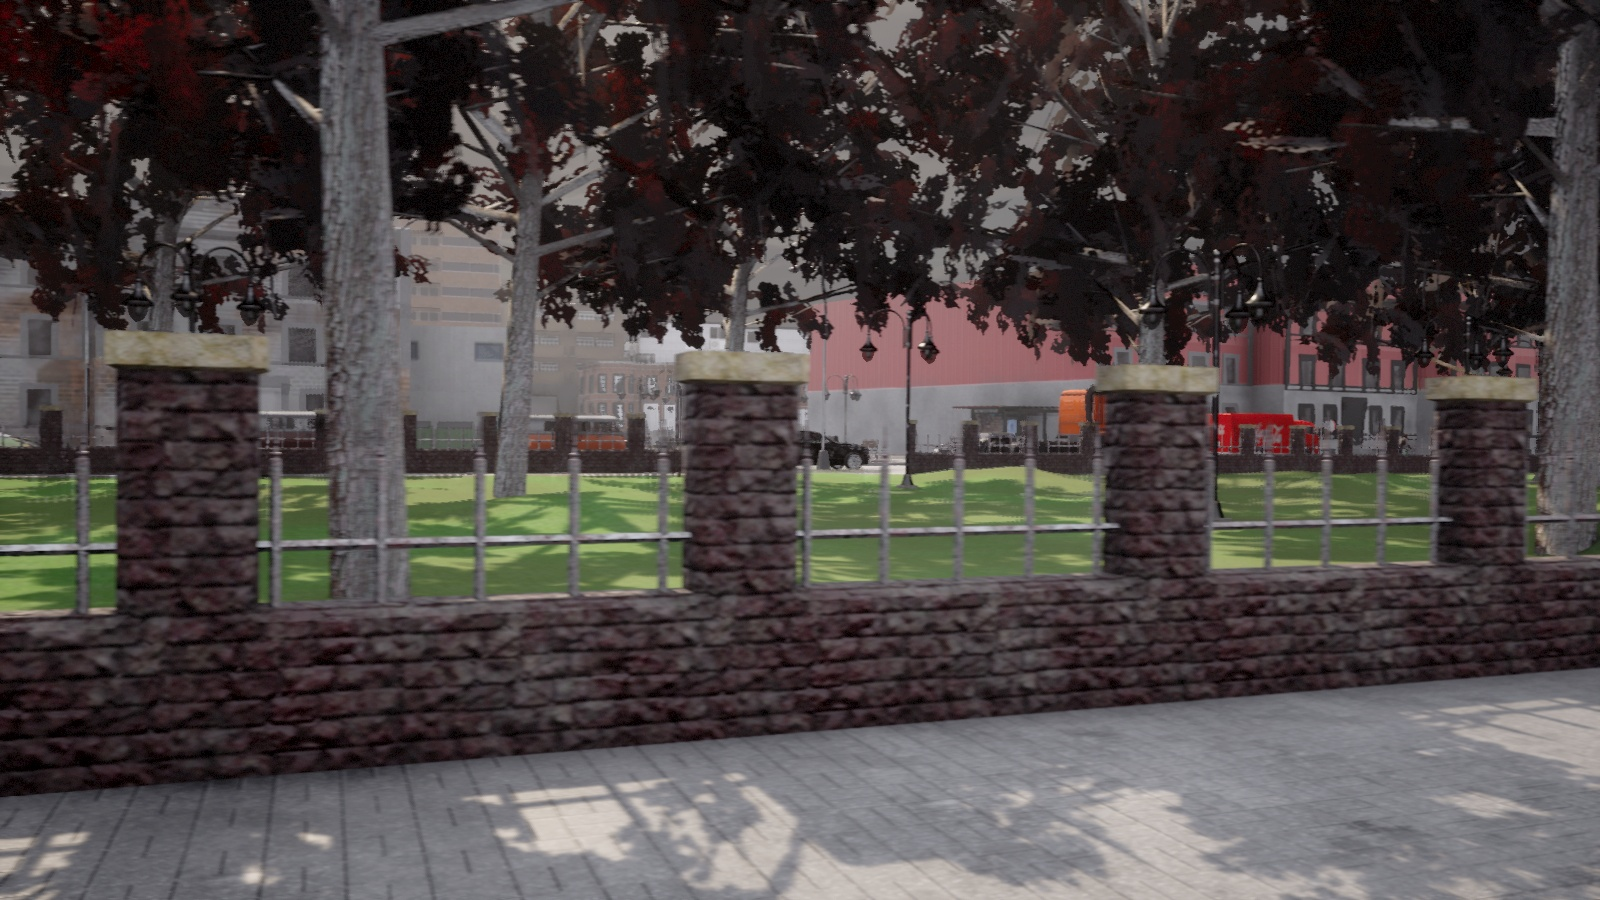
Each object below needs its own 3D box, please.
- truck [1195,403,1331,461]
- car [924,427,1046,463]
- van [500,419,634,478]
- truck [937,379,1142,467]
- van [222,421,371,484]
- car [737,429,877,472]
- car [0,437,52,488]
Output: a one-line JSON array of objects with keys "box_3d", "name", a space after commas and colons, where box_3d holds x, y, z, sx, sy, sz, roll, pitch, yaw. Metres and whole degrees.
[{"box_3d": [20.533, -0.817, 55.726, 5.204, 2.467, 2.627, -1, 1, -21], "name": "truck"}, {"box_3d": [8.140, -0.234, 55.306, 4.902, 1.511, 2.128, -1, 1, -21], "name": "car"}, {"box_3d": [-8.312, -0.088, 44.779, 4.442, 1.987, 1.775, -1, 1, -21], "name": "van"}, {"box_3d": [9.862, -1.131, 51.669, 7.936, 3.462, 2.891, -1, 1, -21], "name": "truck"}, {"box_3d": [-16.619, 0.053, 41.617, 4.442, 1.987, 1.775, -1, 1, -21], "name": "van"}, {"box_3d": [0.271, -0.009, 48.041, 5.008, 1.535, 1.882, -1, 1, -21], "name": "car"}, {"box_3d": [-25.556, 0.399, 38.213, 4.514, 1.525, 2.007, -1, 1, -21], "name": "car"}]
